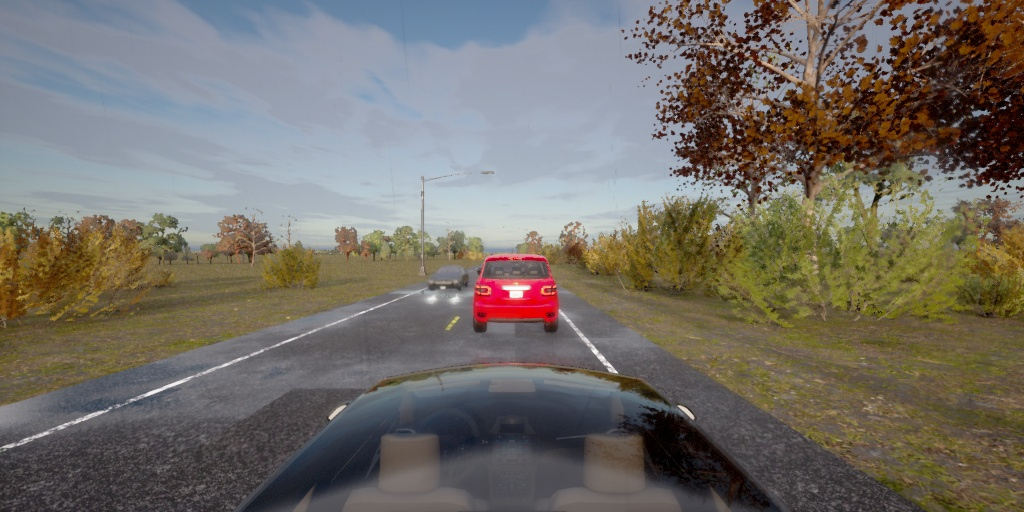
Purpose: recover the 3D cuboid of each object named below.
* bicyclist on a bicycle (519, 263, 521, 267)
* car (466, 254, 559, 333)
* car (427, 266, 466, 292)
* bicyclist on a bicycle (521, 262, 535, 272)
[{"bbox_3d":[0.887,1.111,28.627,0.659,1.776,1.843,0,0,0],"label":"bicyclist on a bicycle"},{"bbox_3d":[0.086,0.968,10.907,2.150,2.045,5.566,0,0,0],"label":"car"},{"bbox_3d":[-3.650,1.290,21.634,2.033,1.411,5.357,0,0,0],"label":"car"},{"bbox_3d":[0.932,1.114,18.614,0.659,1.776,1.843,0,0,0],"label":"bicyclist on a bicycle"}]
